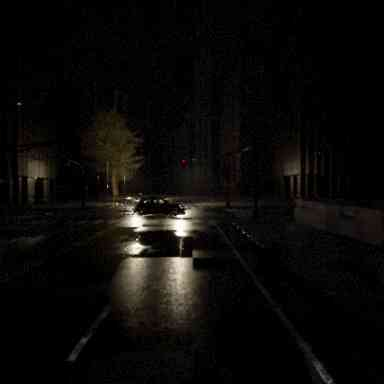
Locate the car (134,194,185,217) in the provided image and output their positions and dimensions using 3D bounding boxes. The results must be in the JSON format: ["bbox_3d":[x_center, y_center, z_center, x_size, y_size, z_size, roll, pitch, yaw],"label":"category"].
[{"bbox_3d":[-2.870,1.284,30.156,4.553,1.767,2.097,0,0,0],"label":"car"}]
